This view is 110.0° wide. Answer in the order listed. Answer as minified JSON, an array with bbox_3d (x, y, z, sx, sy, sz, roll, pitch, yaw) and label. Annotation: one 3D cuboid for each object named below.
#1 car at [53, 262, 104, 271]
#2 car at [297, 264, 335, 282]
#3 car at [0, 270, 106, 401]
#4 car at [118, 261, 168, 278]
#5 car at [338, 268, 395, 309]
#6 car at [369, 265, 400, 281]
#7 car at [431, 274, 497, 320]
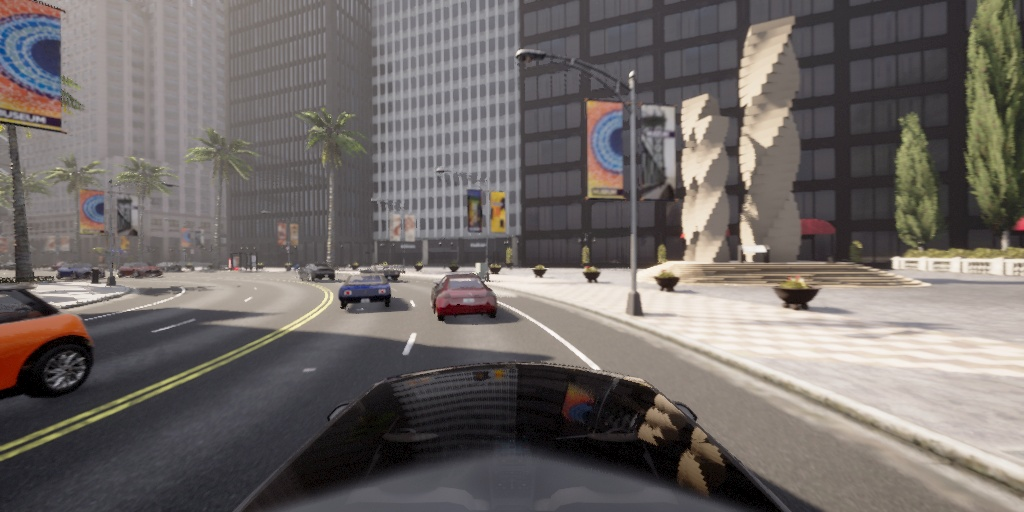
[{"bbox_3d":[-44.221,1.482,36.863,4.553,1.767,2.097,0,0,20],"label":"car"},{"bbox_3d":[-16.982,1.400,31.066,4.892,1.490,1.837,0,-1,43],"label":"car"},{"bbox_3d":[-7.403,1.166,3.549,2.097,1.767,4.553,-1,0,-6],"label":"car"},{"bbox_3d":[-40.672,1.452,39.316,4.553,1.767,2.097,0,0,20],"label":"car"},{"bbox_3d":[-6.308,1.405,15.595,1.895,1.301,4.718,0,0,-21],"label":"car"},{"bbox_3d":[-11.257,1.447,30.280,1.895,1.301,4.718,0,0,-41],"label":"car"},{"bbox_3d":[-1.842,1.329,12.889,1.994,1.385,4.181,0,0,-15],"label":"car"}]
